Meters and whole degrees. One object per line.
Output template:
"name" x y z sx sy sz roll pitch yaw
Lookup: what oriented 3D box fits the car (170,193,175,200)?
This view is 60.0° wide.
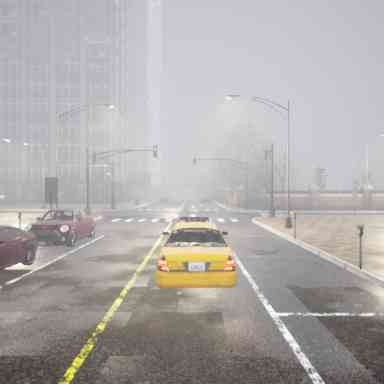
"car" -5.918 1.323 85.874 1.967 1.590 4.097 0 0 0

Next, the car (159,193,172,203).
"car" -5.903 1.485 69.190 1.947 1.339 4.313 0 0 0

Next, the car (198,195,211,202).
"car" 2.689 1.492 63.700 1.947 1.339 4.313 0 0 0

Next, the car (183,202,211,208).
"car" 0.097 1.535 19.439 2.033 1.411 5.357 0 0 0

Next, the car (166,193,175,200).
"car" -5.923 1.181 91.432 2.192 1.841 5.009 0 0 0

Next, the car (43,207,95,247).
"car" -5.705 1.433 14.667 1.967 1.590 4.097 0 0 0

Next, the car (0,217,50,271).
"car" -5.700 1.579 8.975 1.802 1.307 4.206 0 0 0

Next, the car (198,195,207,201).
"car" 2.613 1.448 80.375 2.008 1.369 4.403 0 0 0

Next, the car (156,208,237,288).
"car" 0.090 1.454 9.176 1.801 1.575 5.366 0 0 0

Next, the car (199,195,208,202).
"car" 2.618 1.454 74.814 1.887 1.381 4.507 0 0 0

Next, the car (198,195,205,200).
"car" 2.602 1.411 91.496 1.887 1.381 4.507 0 0 0
